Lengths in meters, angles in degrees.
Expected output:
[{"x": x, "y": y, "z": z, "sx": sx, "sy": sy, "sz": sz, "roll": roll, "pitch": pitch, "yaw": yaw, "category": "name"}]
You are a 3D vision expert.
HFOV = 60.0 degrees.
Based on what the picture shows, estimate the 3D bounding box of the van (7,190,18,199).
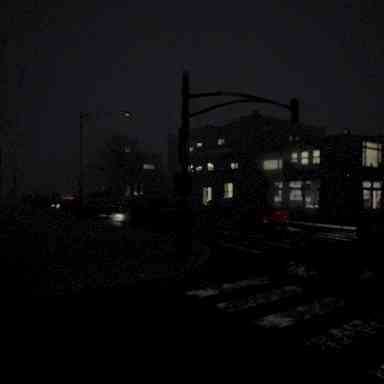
[{"x": -34.593, "y": 0.483, "z": 64.075, "sx": 1.690, "sy": 1.788, "sz": 3.998, "roll": 2, "pitch": 0, "yaw": -36, "category": "van"}]

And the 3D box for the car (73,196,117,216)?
[{"x": -8.341, "y": 1.315, "z": 28.310, "sx": 1.802, "sy": 1.307, "sz": 4.206, "roll": 2, "pitch": 0, "yaw": -36, "category": "car"}]

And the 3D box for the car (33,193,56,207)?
[{"x": -18.188, "y": 1.102, "z": 41.719, "sx": 1.802, "sy": 1.307, "sz": 4.206, "roll": 2, "pitch": 0, "yaw": -36, "category": "car"}]

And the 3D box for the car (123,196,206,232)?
[{"x": -1.768, "y": 1.186, "z": 19.371, "sx": 2.192, "sy": 1.841, "sz": 5.009, "roll": 2, "pitch": 0, "yaw": -36, "category": "car"}]

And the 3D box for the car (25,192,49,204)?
[{"x": -21.471, "y": 1.029, "z": 46.192, "sx": 1.802, "sy": 1.307, "sz": 4.206, "roll": 2, "pitch": 0, "yaw": -36, "category": "car"}]

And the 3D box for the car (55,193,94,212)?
[{"x": -11.619, "y": 1.103, "z": 32.781, "sx": 1.967, "sy": 1.590, "sz": 4.097, "roll": 2, "pitch": 0, "yaw": -36, "category": "car"}]

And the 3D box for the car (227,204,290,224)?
[{"x": 4.979, "y": 1.530, "z": 24.330, "sx": 1.887, "sy": 1.381, "sz": 4.507, "roll": 2, "pitch": 0, "yaw": -36, "category": "car"}]

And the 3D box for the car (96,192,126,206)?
[{"x": -11.426, "y": 0.950, "z": 46.682, "sx": 2.192, "sy": 1.841, "sz": 5.009, "roll": 2, "pitch": 0, "yaw": -36, "category": "car"}]

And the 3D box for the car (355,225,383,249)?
[{"x": 8.238, "y": 1.723, "z": 12.600, "sx": 1.895, "sy": 1.301, "sz": 4.718, "roll": 1, "pitch": 0, "yaw": -3, "category": "car"}]

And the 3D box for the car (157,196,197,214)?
[{"x": -1.584, "y": 1.288, "z": 33.272, "sx": 1.967, "sy": 1.590, "sz": 4.097, "roll": 2, "pitch": 0, "yaw": -36, "category": "car"}]

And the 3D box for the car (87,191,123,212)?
[{"x": -9.186, "y": 0.927, "z": 33.832, "sx": 2.150, "sy": 2.045, "sz": 5.566, "roll": 1, "pitch": 0, "yaw": -36, "category": "car"}]

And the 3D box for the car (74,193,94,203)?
[{"x": -18.099, "y": 1.010, "z": 55.761, "sx": 1.752, "sy": 1.417, "sz": 4.829, "roll": 2, "pitch": 0, "yaw": -36, "category": "car"}]

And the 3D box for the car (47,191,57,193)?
[{"x": -20.407, "y": 0.973, "z": 49.272, "sx": 2.128, "sy": 1.511, "sz": 4.902, "roll": 1, "pitch": 0, "yaw": -36, "category": "car"}]

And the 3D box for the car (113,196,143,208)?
[{"x": -8.151, "y": 1.257, "z": 42.211, "sx": 2.008, "sy": 1.369, "sz": 4.403, "roll": 2, "pitch": 0, "yaw": -36, "category": "car"}]

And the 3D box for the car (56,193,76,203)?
[{"x": -20.947, "y": 0.910, "z": 55.077, "sx": 1.882, "sy": 1.535, "sz": 5.008, "roll": 1, "pitch": 0, "yaw": -36, "category": "car"}]

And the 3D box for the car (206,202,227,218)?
[{"x": 1.696, "y": 1.498, "z": 28.799, "sx": 1.802, "sy": 1.307, "sz": 4.206, "roll": 2, "pitch": 0, "yaw": -36, "category": "car"}]

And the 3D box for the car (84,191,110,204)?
[{"x": -14.710, "y": 0.876, "z": 51.155, "sx": 2.192, "sy": 1.841, "sz": 5.009, "roll": 2, "pitch": 0, "yaw": -36, "category": "car"}]

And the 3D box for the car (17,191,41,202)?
[{"x": -24.752, "y": 0.917, "z": 50.662, "sx": 1.887, "sy": 1.381, "sz": 4.507, "roll": 2, "pitch": 0, "yaw": -36, "category": "car"}]

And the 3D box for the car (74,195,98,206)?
[{"x": -15.167, "y": 1.164, "z": 47.285, "sx": 1.895, "sy": 1.301, "sz": 4.718, "roll": 1, "pitch": 0, "yaw": -36, "category": "car"}]
